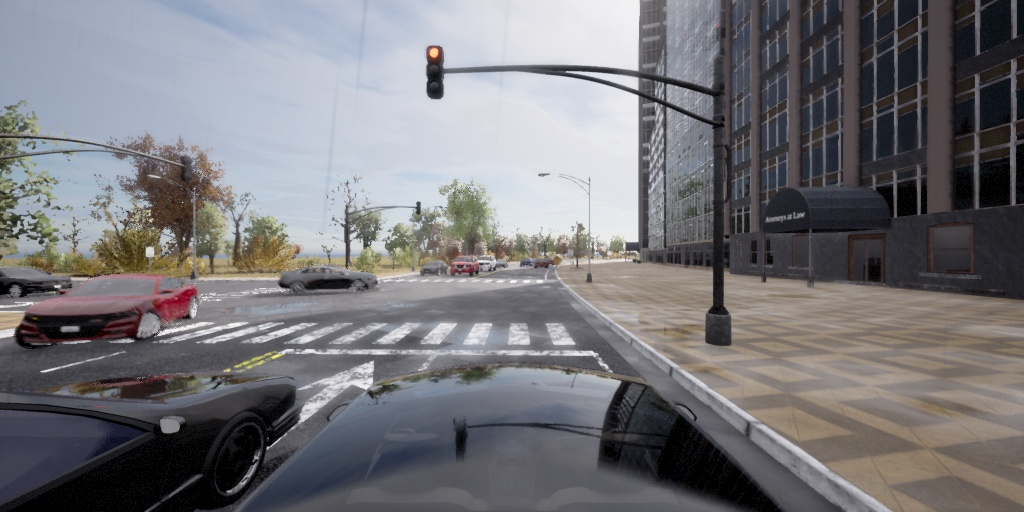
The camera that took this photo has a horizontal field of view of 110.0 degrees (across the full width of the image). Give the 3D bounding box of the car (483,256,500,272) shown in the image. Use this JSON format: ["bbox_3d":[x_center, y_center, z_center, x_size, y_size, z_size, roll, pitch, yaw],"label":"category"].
[{"bbox_3d":[-3.497,0.972,47.416,2.150,2.045,5.566,0,0,8],"label":"car"}]

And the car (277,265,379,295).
[{"bbox_3d":[-9.878,1.239,19.510,4.902,1.511,2.128,0,0,-17],"label":"car"}]

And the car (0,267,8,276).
[{"bbox_3d":[-25.064,1.295,15.105,5.008,1.535,1.882,0,0,3],"label":"car"}]

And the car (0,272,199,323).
[{"bbox_3d":[-10.179,1.225,9.583,1.882,1.535,5.008,2,-1,-27],"label":"car"}]

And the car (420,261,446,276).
[{"bbox_3d":[-7.943,1.252,37.071,1.837,1.490,4.892,0,0,6],"label":"car"}]

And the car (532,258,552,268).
[{"bbox_3d":[5.038,1.110,59.393,2.097,1.767,4.553,0,0,9],"label":"car"}]

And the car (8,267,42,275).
[{"bbox_3d":[-25.647,1.285,18.385,5.008,1.535,1.882,0,0,3],"label":"car"}]

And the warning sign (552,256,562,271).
[{"bbox_3d":[5.544,0.869,43.990,1.300,1.860,1.060,0,0,7],"label":"warning sign"}]

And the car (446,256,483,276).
[{"bbox_3d":[-4.751,0.970,36.782,2.150,2.045,5.566,0,0,4],"label":"car"}]

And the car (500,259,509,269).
[{"bbox_3d":[-1.830,1.279,58.816,1.812,1.442,4.674,0,0,9],"label":"car"}]

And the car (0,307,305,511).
[{"bbox_3d":[-3.128,1.297,1.295,2.033,1.411,5.357,0,0,1],"label":"car"}]
